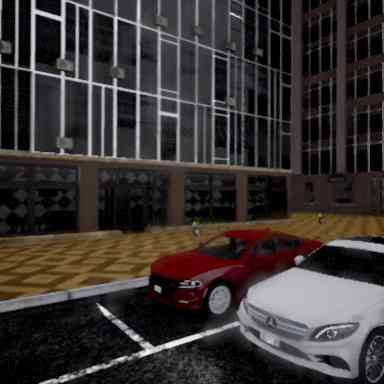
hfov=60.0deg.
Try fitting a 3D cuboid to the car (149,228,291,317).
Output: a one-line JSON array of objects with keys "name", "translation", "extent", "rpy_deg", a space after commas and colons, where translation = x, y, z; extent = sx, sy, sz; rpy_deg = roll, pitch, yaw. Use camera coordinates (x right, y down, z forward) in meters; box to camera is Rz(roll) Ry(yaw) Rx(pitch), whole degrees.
[{"name": "car", "translation": [1.206, 1.531, 7.424], "extent": [4.507, 1.381, 1.887], "rpy_deg": [0, 1, -35]}]

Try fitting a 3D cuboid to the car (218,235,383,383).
[{"name": "car", "translation": [2.843, 1.512, 5.399], "extent": [4.674, 1.442, 1.812], "rpy_deg": [0, 0, -35]}]
